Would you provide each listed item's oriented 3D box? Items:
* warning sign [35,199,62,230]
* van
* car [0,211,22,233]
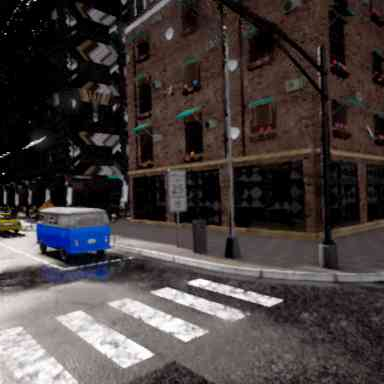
[{"bbox_3d":[-9.308,1.426,21.527,1.300,1.860,1.060,-2,0,-42],"label":"warning sign"},{"bbox_3d":[-4.691,1.500,12.832,1.690,1.788,3.998,-1,0,-42],"label":"van"},{"bbox_3d":[-12.360,1.924,21.385,1.752,1.417,4.829,-1,0,-42],"label":"car"}]
